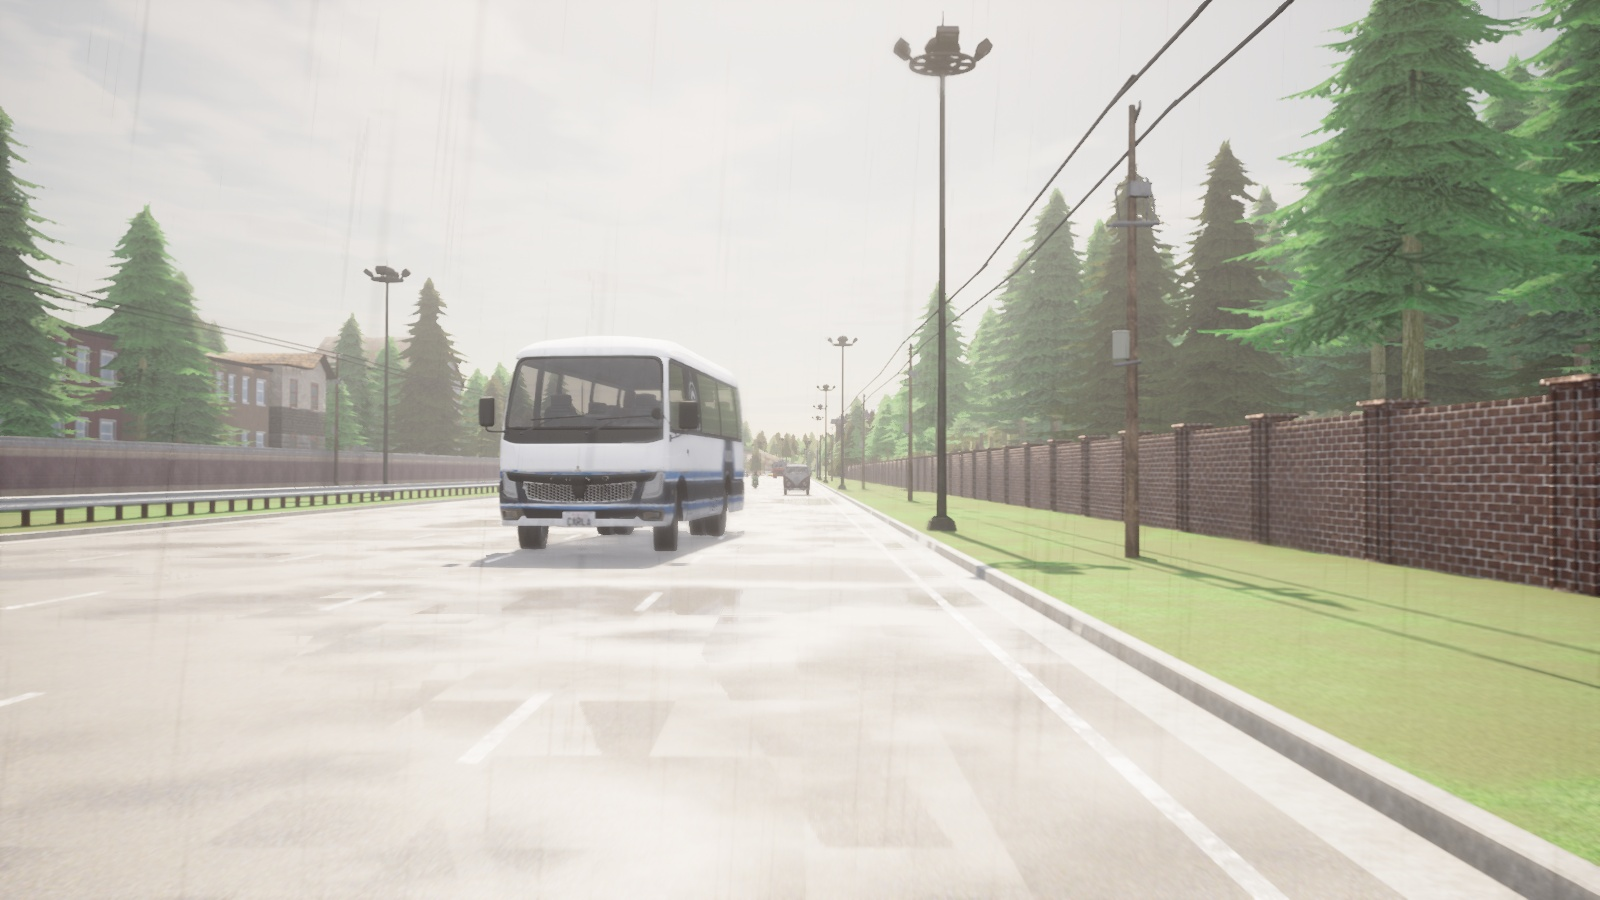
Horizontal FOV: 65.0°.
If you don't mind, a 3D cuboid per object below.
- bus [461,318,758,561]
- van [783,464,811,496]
[{"bbox_3d":[-3.577,-0.090,27.350,3.944,4.253,10.273,0,-1,6],"label":"bus"},{"bbox_3d":[-0.197,1.936,81.723,1.775,1.987,4.442,0,-1,0],"label":"van"}]
